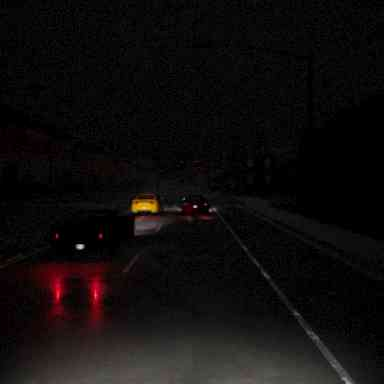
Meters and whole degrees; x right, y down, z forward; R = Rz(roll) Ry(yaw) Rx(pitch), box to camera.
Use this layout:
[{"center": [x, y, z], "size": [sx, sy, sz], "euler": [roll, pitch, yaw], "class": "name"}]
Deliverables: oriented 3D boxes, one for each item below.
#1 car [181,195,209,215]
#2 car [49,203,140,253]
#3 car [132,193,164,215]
[{"center": [0.262, 0.922, 24.867], "size": [1.994, 1.385, 4.181], "euler": [0, 1, 1], "class": "car"}, {"center": [-3.321, 1.283, 12.114], "size": [1.895, 1.301, 4.718], "euler": [0, 1, 0], "class": "car"}, {"center": [-3.229, 0.831, 24.914], "size": [1.882, 1.535, 5.008], "euler": [0, 1, 0], "class": "car"}]
